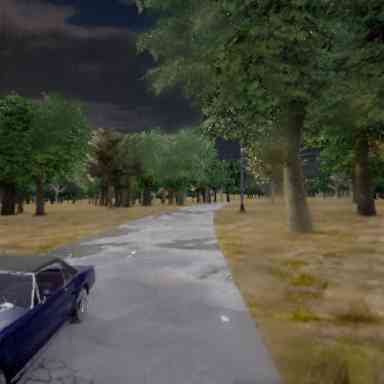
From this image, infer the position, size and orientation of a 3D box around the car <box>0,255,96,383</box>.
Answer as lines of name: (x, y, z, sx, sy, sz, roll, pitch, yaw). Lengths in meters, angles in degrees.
car: (-2.810, 1.661, 4.555, 1.895, 1.301, 4.718, 0, -1, -2)
